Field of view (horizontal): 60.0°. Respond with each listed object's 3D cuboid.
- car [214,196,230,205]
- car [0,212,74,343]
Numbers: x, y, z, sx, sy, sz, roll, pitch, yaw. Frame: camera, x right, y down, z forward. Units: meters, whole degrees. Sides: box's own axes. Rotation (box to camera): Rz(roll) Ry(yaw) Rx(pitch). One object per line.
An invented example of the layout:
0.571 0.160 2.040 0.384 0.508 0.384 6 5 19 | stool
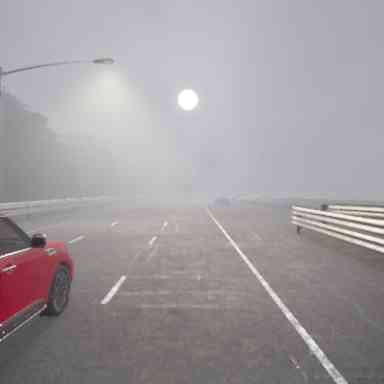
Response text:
4.891 1.352 55.034 1.994 1.385 4.181 0 0 -7 | car
-3.404 1.199 4.212 2.150 2.045 5.566 0 0 0 | car
